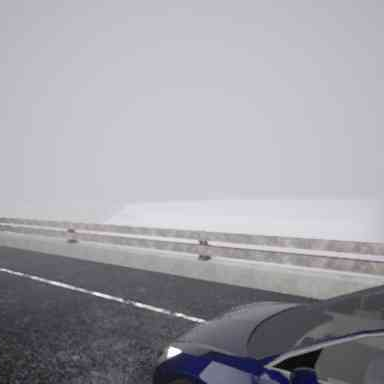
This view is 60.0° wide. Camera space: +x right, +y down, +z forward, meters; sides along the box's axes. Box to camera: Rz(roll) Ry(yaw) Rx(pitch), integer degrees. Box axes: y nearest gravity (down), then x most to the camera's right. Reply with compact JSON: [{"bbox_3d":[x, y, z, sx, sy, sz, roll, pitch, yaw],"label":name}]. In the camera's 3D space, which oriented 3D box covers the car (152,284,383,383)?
[{"bbox_3d":[1.842,1.503,2.553,4.792,1.488,2.163,-1,-1,36],"label":"car"}]
